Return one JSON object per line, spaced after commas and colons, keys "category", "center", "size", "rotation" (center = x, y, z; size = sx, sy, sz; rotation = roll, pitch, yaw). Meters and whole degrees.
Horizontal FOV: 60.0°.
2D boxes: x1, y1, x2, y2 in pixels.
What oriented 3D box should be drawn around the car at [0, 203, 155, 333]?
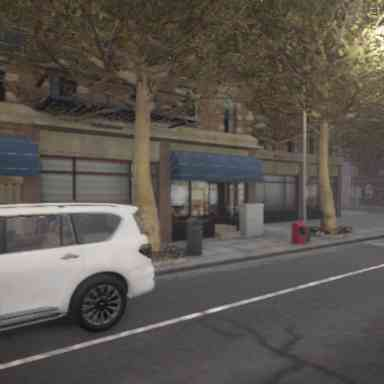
{"category": "car", "center": [-3.283, 1.229, 5.278], "size": [5.566, 2.045, 2.435], "rotation": [0, 0, -36]}
